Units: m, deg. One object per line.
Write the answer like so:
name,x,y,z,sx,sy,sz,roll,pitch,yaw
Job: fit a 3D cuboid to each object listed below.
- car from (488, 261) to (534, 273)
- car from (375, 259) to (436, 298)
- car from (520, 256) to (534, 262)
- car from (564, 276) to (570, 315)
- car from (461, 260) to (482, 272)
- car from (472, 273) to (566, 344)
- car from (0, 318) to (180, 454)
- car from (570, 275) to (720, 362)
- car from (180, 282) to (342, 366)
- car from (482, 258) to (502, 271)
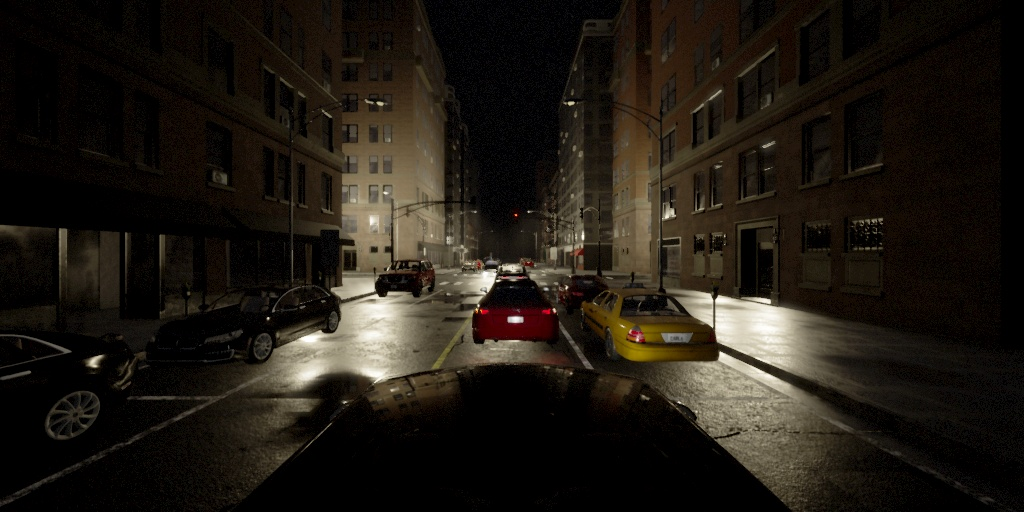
car,0.035,1.239,19.440,2.128,1.511,4.902,0,0,0
car,-5.355,1.062,18.739,2.192,1.841,5.009,0,0,0
car,2.757,1.176,61.541,1.967,1.591,4.097,0,0,0
car,2.659,1.330,13.301,1.802,1.307,4.207,0,0,0
car,-5.301,1.293,45.203,2.007,1.370,4.403,0,0,0
car,0.082,1.313,9.571,1.994,1.385,4.181,0,0,0
car,-5.388,1.300,2.501,2.007,1.370,4.403,0,0,0
car,2.648,1.275,8.059,1.751,1.417,4.829,0,0,0
car,-5.377,1.300,7.914,2.007,1.370,4.403,0,0,0
car,-2.755,1.343,47.839,1.895,1.301,4.718,0,0,0
